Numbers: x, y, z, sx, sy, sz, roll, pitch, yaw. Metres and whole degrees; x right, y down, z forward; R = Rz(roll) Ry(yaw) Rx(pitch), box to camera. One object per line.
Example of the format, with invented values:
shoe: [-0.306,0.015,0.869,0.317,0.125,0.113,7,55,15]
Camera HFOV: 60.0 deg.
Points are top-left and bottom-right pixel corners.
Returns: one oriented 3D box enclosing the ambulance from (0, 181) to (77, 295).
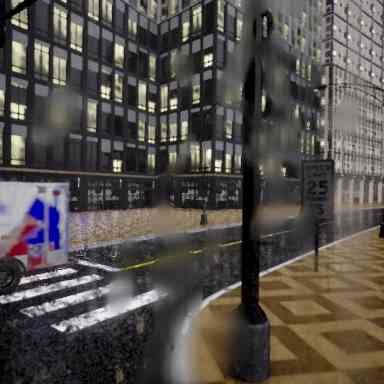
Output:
ambulance: [-5.694,0.973,6.682,2.351,2.431,6.366,1,1,36]
